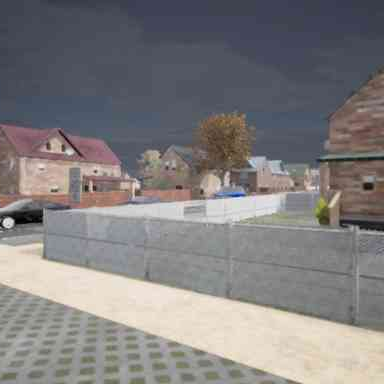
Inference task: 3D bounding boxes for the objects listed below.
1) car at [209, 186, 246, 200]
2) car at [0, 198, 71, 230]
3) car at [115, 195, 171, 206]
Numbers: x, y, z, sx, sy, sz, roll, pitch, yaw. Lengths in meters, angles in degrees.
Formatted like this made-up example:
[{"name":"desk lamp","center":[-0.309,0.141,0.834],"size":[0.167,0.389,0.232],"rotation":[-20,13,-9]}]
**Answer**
[{"name":"car","center":[4.208,0.344,38.508],"size":[2.150,2.045,5.566],"rotation":[1,2,36]},{"name":"car","center":[-9.455,1.153,19.292],"size":[1.882,1.535,5.008],"rotation":[1,2,34]},{"name":"car","center":[-3.847,0.993,27.227],"size":[2.033,1.411,5.357],"rotation":[1,2,35]}]
